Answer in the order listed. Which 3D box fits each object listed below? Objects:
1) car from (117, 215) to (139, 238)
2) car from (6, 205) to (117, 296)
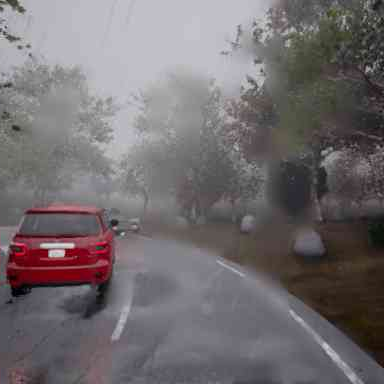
[{"bbox_3d":[-5.029,1.961,19.095,1.895,1.301,4.718,2,-2,-40],"label":"car"},{"bbox_3d":[-3.308,1.369,9.294,2.150,2.045,5.566,1,-1,-13],"label":"car"}]
